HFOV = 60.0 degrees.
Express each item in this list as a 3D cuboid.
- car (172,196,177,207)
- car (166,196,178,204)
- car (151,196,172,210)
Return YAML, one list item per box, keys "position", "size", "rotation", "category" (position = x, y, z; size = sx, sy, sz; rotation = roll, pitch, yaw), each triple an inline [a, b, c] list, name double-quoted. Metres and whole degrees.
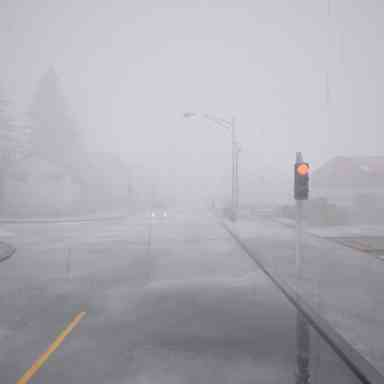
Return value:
- position: [-3.938, 1.352, 52.330]
  size: [2.097, 1.767, 4.553]
  rotation: [0, 0, 0]
  category: "car"
- position: [-3.856, 1.477, 64.122]
  size: [1.882, 1.535, 5.008]
  rotation: [0, 0, 1]
  category: "car"
- position: [-3.974, 1.505, 42.288]
  size: [1.837, 1.490, 4.892]
  rotation: [0, 0, 0]
  category: "car"
